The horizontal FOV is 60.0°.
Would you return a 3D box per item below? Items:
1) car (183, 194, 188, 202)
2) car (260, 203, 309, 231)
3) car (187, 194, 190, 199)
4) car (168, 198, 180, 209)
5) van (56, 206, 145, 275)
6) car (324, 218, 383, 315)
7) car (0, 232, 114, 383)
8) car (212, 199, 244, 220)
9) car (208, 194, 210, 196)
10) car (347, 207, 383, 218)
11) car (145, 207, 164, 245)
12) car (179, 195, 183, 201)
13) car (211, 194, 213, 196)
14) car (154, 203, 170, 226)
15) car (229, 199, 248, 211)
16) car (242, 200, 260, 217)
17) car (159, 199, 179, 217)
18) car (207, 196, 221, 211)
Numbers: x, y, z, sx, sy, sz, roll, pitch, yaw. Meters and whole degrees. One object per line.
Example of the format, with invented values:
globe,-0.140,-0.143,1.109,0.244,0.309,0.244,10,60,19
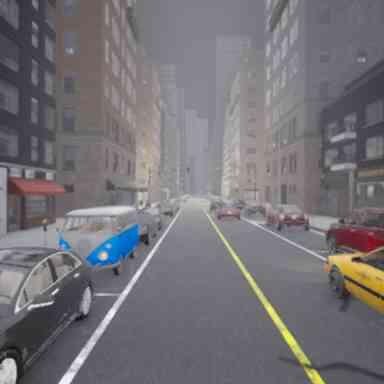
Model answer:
car,-2.440,1.784,80.247,1.802,1.307,4.206,0,0,0
car,5.902,1.505,21.117,1.967,1.590,4.097,0,0,0
car,-2.393,1.797,91.063,2.008,1.369,4.403,0,0,0
car,-2.583,1.652,37.643,1.802,1.307,4.206,0,0,0
van,-2.652,1.351,10.137,1.690,1.788,3.998,0,0,0
car,3.905,1.481,5.481,1.801,1.575,5.366,0,0,0
car,-2.666,1.550,4.635,2.008,1.369,4.403,0,0,0
car,3.114,1.637,29.408,1.994,1.385,4.181,0,0,1
car,6.132,1.829,91.030,2.008,1.369,4.403,0,0,0
car,5.874,1.357,10.115,2.192,1.841,5.009,0,0,0
car,-2.638,1.587,15.638,1.947,1.339,4.313,0,0,0
car,-2.568,1.523,43.145,1.967,1.590,4.097,0,0,0
car,6.084,1.674,80.212,1.967,1.590,4.097,0,0,0
car,-2.624,1.615,21.139,1.802,1.307,4.206,0,0,0
car,5.957,1.681,43.122,1.947,1.339,4.313,0,0,0
car,5.929,1.640,32.120,2.008,1.369,4.403,0,0,0
car,-2.596,1.623,32.141,1.947,1.339,4.313,0,0,0
car,3.117,1.608,41.638,1.837,1.490,4.892,0,0,1
